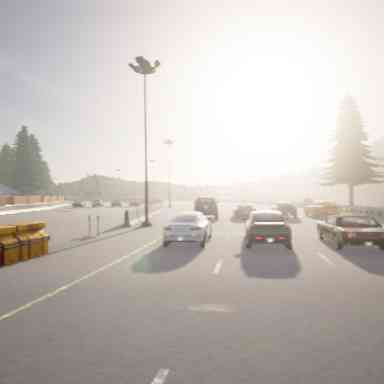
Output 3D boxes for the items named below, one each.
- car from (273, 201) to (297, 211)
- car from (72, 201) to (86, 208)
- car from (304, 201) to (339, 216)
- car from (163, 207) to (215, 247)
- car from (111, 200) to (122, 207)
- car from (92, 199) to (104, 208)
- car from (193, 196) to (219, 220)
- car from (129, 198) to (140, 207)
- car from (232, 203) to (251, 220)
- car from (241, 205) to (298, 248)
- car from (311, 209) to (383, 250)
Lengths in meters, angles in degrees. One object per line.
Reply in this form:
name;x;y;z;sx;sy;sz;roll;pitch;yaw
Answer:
car;8.305;1.613;30.567;1.837;1.490;4.892;-1;0;3
car;-21.595;2.352;63.402;1.895;1.301;4.718;-1;0;-9
car;11.808;1.535;30.566;1.882;1.535;5.008;-1;0;3
car;-0.141;1.640;15.596;1.812;1.442;4.674;-1;0;8
car;-14.781;2.267;64.981;1.895;1.301;4.718;-1;0;-9
car;-18.199;2.211;64.210;1.837;1.490;4.892;0;0;-9
car;1.300;1.418;30.649;2.150;2.045;5.566;-1;0;3
car;-11.428;1.983;66.126;2.097;1.767;4.553;-1;-1;-10
car;4.811;1.719;30.738;1.994;1.385;4.181;-1;0;3
car;3.310;1.570;15.011;1.837;1.490;4.892;-1;0;8
car;6.748;1.611;14.311;1.895;1.301;4.718;-1;0;8
